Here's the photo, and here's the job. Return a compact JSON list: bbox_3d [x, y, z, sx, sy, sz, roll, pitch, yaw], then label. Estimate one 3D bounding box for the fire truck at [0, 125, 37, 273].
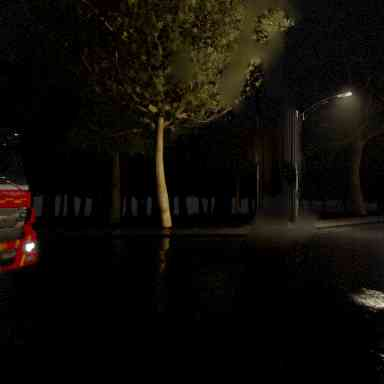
[{"bbox_3d":[-7.916,0.292,7.017,8.468,3.827,2.891,-4,-2,10],"label":"fire truck"}]
